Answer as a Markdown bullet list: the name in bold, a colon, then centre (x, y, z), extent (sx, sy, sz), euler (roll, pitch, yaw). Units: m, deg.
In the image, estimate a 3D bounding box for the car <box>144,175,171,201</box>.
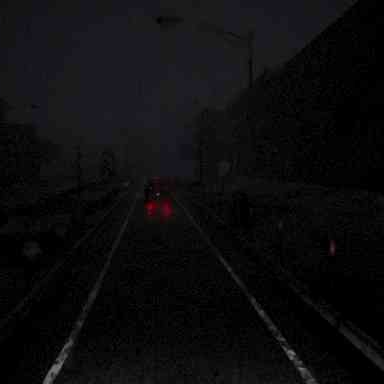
- **car**: centre (-2.597, -0.243, 25.222), extent (2.128, 1.511, 4.902), euler (-1, 4, -7)
